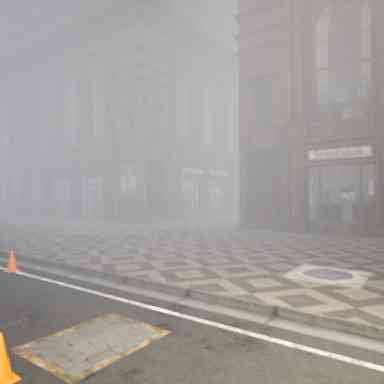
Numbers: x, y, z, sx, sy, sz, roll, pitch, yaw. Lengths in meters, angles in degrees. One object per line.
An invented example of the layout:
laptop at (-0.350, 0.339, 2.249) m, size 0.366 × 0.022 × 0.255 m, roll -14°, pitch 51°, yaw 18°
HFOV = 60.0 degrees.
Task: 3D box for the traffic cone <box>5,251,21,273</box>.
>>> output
traffic cone at (-5.391, 2.078, 9.997) m, size 0.340 × 0.580 × 0.340 m, roll -1°, pitch -1°, yaw 36°

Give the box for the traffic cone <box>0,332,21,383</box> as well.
traffic cone at (-2.319, 2.006, 4.033) m, size 0.340 × 0.580 × 0.340 m, roll -1°, pitch -1°, yaw 36°
